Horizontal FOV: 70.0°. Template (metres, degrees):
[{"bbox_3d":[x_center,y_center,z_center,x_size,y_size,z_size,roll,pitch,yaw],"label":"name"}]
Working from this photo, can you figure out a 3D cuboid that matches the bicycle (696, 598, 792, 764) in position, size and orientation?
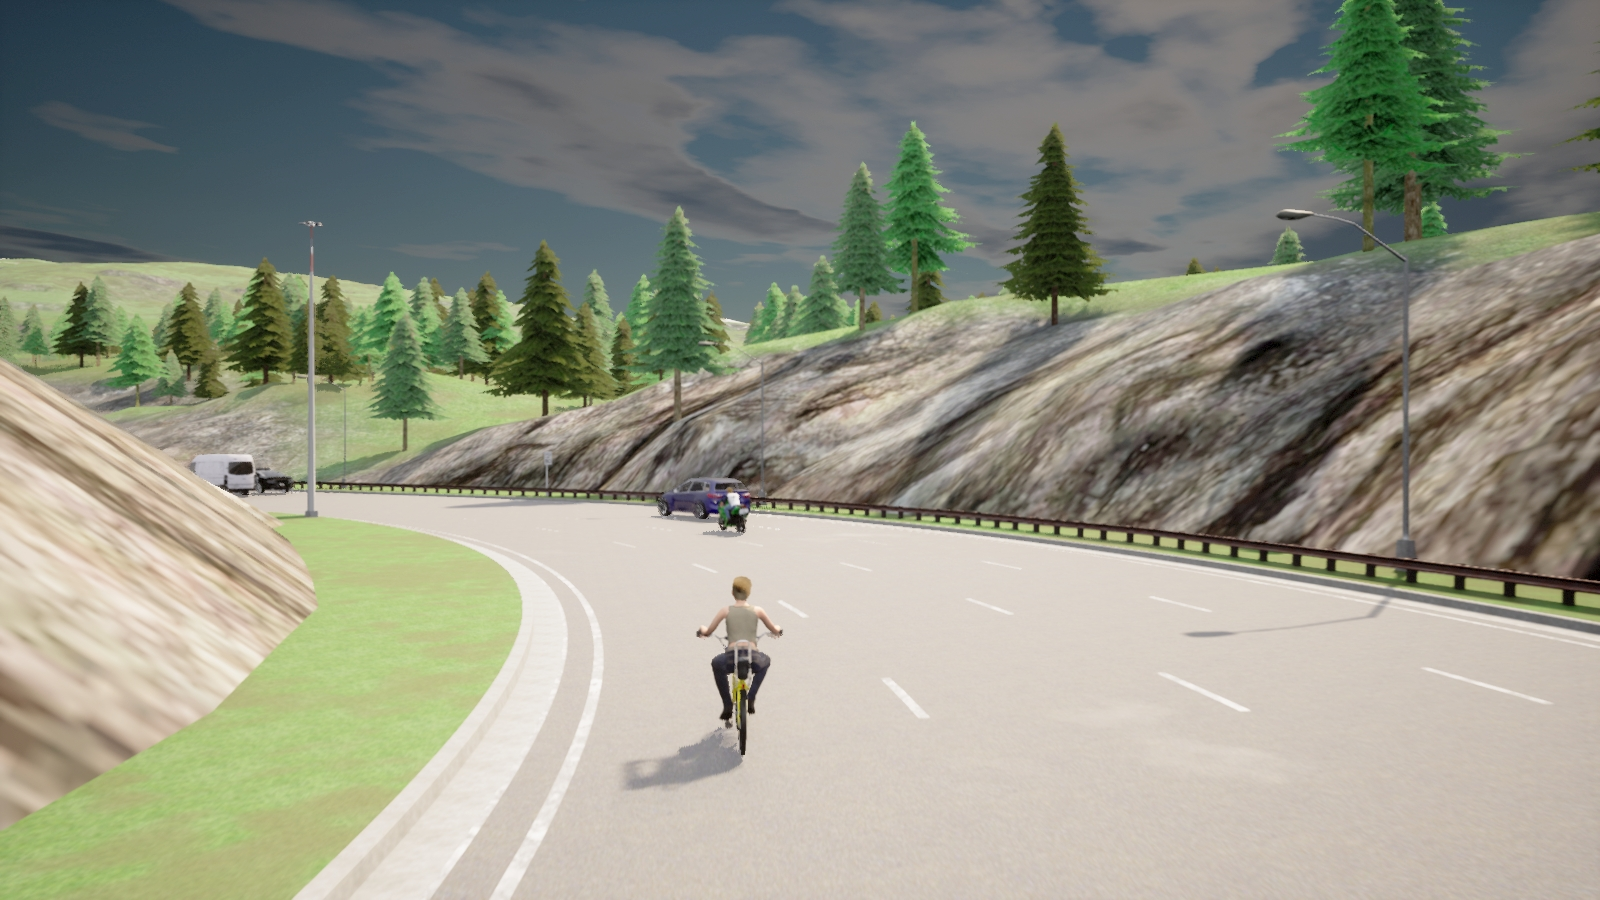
[{"bbox_3d":[-0.567,2.158,10.947,0.859,1.276,1.487,0,0,-5],"label":"bicycle"}]

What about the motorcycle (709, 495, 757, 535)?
[{"bbox_3d":[-2.283,2.186,38.733,0.803,1.199,2.033,-2,1,-29],"label":"motorcycle"}]

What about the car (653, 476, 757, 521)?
[{"bbox_3d":[-4.007,1.968,47.564,2.242,1.667,4.611,0,0,-37],"label":"car"}]
